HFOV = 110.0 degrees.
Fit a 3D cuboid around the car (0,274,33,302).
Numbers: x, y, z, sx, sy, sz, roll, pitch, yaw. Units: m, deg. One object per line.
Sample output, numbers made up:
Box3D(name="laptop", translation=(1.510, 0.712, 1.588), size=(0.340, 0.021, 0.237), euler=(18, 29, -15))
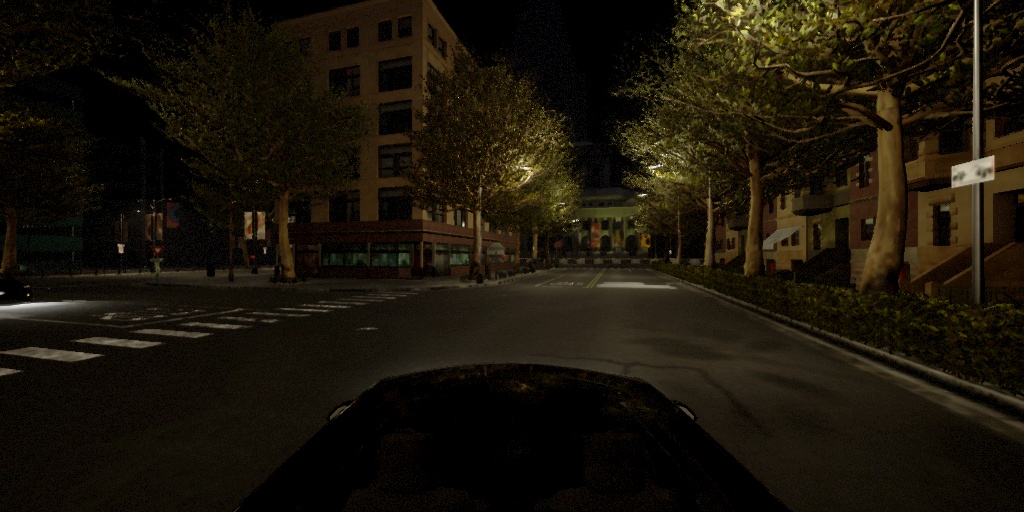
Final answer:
Box3D(name="car", translation=(-22.757, 1.348, 15.144), size=(4.181, 1.385, 1.994), euler=(0, 0, 15))
